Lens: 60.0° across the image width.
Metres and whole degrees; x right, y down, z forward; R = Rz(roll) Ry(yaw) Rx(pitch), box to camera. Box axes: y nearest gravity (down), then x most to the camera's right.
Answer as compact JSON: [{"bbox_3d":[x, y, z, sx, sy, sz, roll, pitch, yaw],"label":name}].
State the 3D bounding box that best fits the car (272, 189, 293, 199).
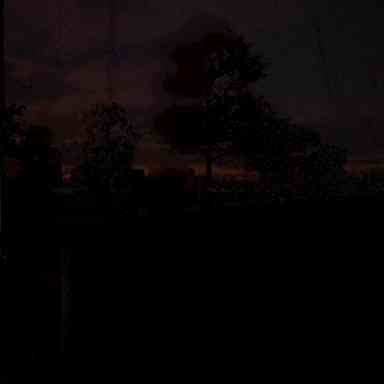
[{"bbox_3d":[13.726,0.270,50.303,1.882,1.535,5.008,1,2,37],"label":"car"}]
